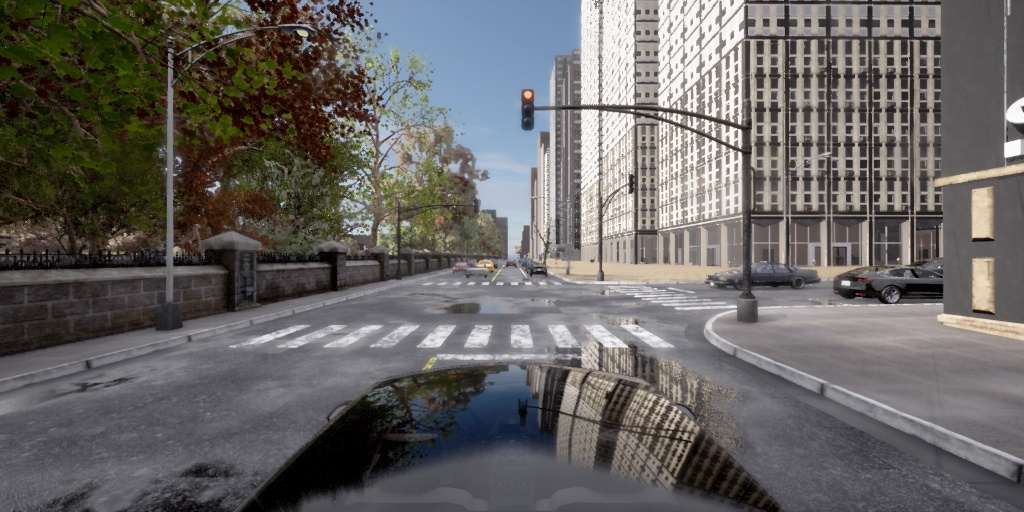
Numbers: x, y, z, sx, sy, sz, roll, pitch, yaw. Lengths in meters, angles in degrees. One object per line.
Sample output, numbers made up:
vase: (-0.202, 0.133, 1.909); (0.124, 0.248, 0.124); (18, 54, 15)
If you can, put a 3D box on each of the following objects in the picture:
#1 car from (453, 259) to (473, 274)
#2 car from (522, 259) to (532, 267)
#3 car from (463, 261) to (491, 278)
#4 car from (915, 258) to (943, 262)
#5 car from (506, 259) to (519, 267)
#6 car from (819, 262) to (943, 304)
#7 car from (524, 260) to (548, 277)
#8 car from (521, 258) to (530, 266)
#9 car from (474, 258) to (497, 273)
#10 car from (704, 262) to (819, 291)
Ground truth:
car: (-5.824, 1.351, 41.654); (1.802, 1.307, 4.207); (0, 0, 0)
car: (2.556, 1.335, 41.682); (1.948, 1.339, 4.313); (0, 0, 0)
car: (-3.205, 1.364, 33.556); (1.895, 1.301, 4.718); (0, 0, -3)
car: (23.118, 0.846, 19.373); (4.892, 1.490, 1.837); (-1, 0, 0)
car: (-0.110, 1.320, 65.313); (1.812, 1.442, 4.674); (0, 0, 0)
car: (14.647, 1.026, 13.507); (4.313, 1.339, 1.948); (0, 0, 0)
car: (2.575, 1.331, 36.049); (1.948, 1.339, 4.313); (0, 0, 0)
car: (2.538, 1.340, 47.314); (1.948, 1.339, 4.313); (0, 0, 0)
car: (-3.240, 1.248, 43.612); (1.882, 1.535, 5.008); (0, 0, 0)
car: (13.389, 1.054, 19.277); (5.357, 1.411, 2.033); (-1, 0, -1)
